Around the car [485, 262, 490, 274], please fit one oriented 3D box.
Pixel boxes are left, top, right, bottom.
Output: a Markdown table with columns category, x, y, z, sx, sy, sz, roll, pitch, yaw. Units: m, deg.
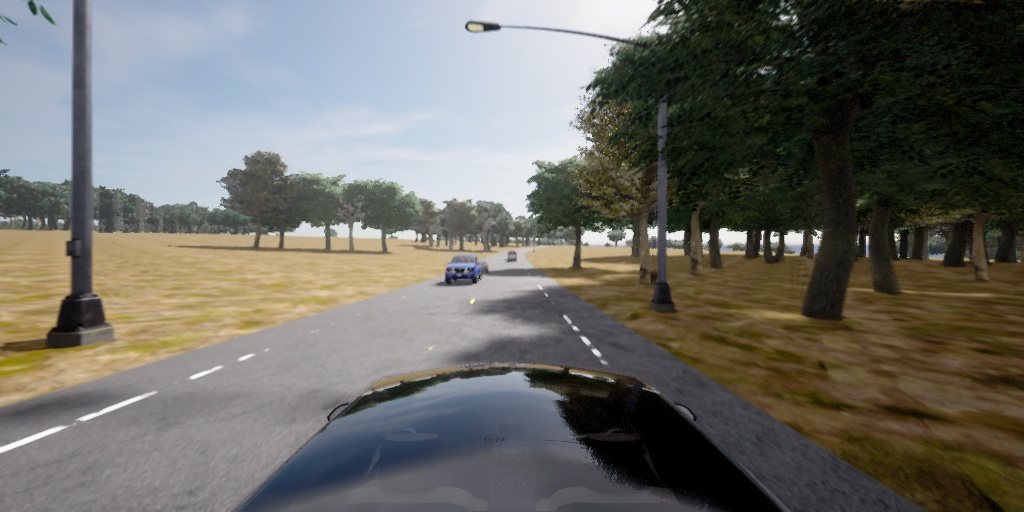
| category | x | y | z | sx | sy | sz | roll | pitch | yaw |
| --- | --- | --- | --- | --- | --- | --- | --- | --- | --- |
| car | -3.485 | 1.146 | 38.511 | 1.994 | 1.385 | 4.181 | 0 | 1 | 0 |

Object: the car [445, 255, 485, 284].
| category | x | y | z | sx | sy | sz | roll | pitch | yaw |
| --- | --- | --- | --- | --- | --- | --- | --- | --- | --- |
| car | -3.486 | 0.913 | 26.583 | 2.150 | 2.045 | 5.566 | 0 | 0 | 0 |
